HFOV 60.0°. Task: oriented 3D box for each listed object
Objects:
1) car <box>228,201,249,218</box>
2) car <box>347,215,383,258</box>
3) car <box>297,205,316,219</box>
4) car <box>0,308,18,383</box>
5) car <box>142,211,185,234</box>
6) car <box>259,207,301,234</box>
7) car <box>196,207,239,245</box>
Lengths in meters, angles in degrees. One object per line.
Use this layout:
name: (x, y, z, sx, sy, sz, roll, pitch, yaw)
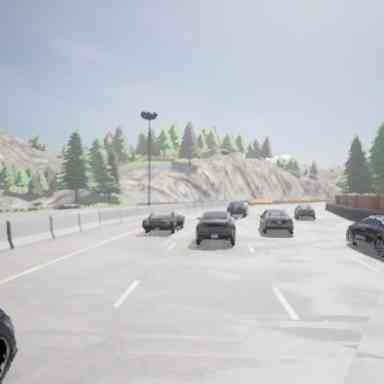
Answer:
car: (5.102, 1.833, 36.936, 2.097, 1.767, 4.553, 0, -1, 14)
car: (7.924, 1.683, 13.484, 2.128, 1.511, 4.902, 0, -1, 5)
car: (11.632, 2.014, 34.441, 2.033, 1.411, 5.357, 0, -1, 14)
car: (-3.263, 1.591, 2.592, 1.994, 1.385, 4.181, 0, -1, 1)
car: (-1.671, 1.870, 21.372, 1.895, 1.301, 4.718, 0, -1, 8)
car: (5.407, 1.835, 21.570, 2.033, 1.411, 5.357, 0, -1, 9)
car: (1.285, 1.725, 16.976, 1.837, 1.490, 4.892, 0, -1, 7)
